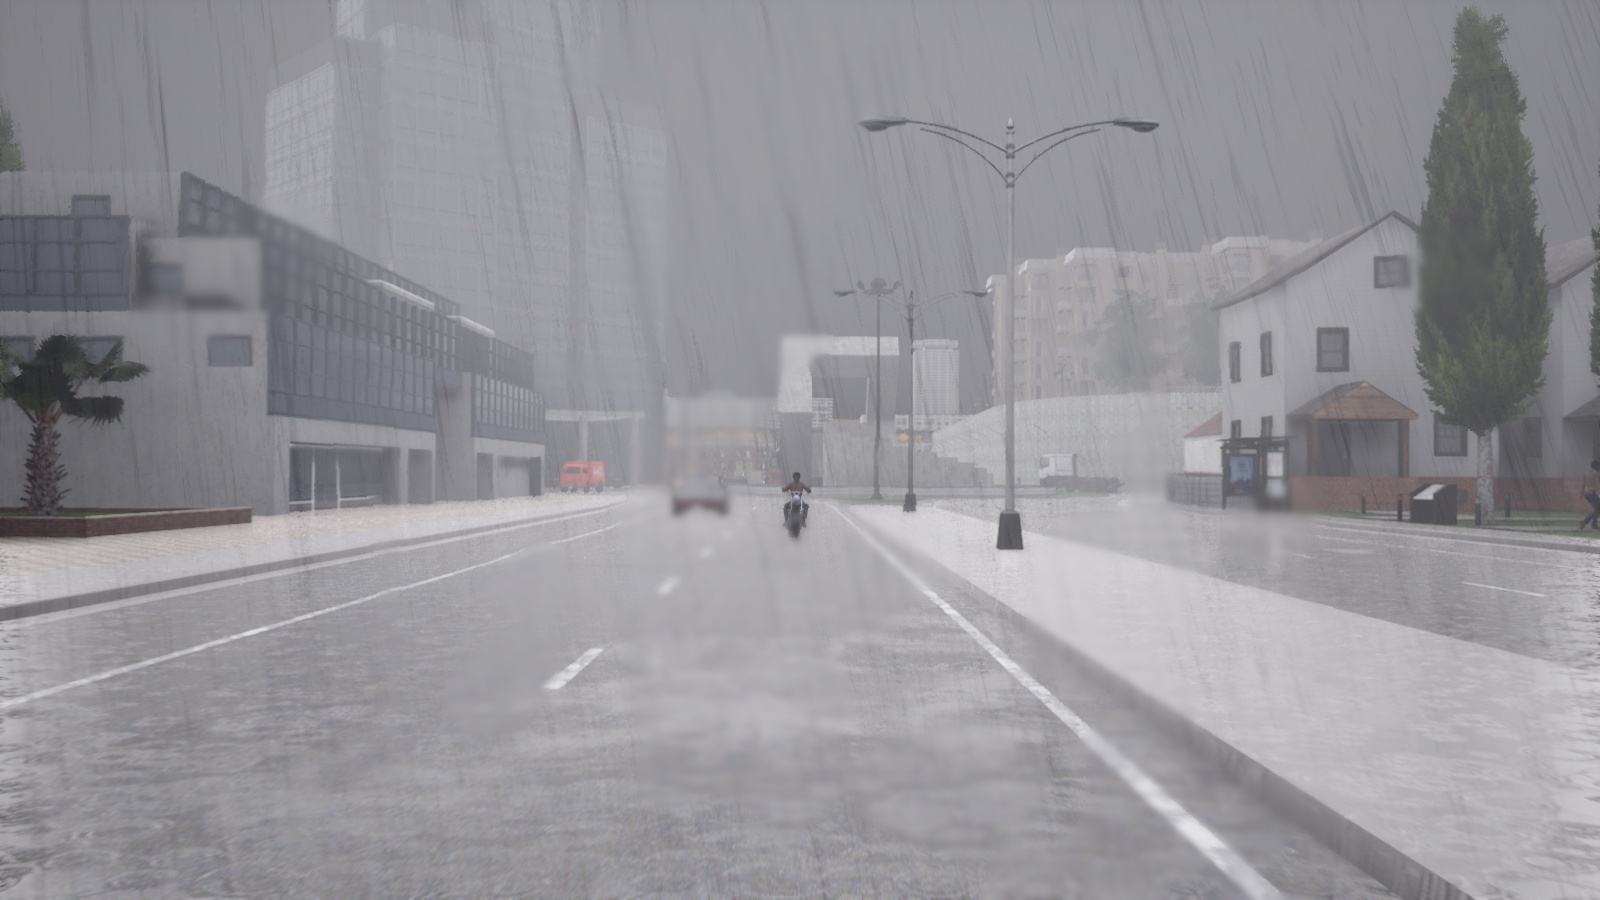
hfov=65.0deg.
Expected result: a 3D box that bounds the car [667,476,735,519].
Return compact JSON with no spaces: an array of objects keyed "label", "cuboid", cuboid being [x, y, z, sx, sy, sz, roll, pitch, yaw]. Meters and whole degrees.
[{"label":"car","cuboid":[-3.612,1.725,46.651,2.163,1.488,4.792,0,-1,0]}]

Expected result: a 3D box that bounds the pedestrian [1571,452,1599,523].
[{"label":"pedestrian","cuboid":[20.221,0.956,32.058,0.869,1.805,0.328,0,-1,0]}]

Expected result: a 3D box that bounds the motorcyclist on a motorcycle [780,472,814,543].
[{"label":"motorcyclist on a motorcycle","cuboid":[-0.074,1.349,30.321,0.766,1.649,2.350,0,-1,0]}]
